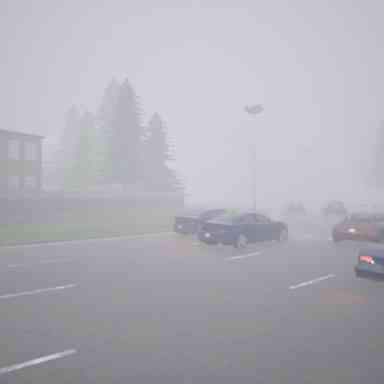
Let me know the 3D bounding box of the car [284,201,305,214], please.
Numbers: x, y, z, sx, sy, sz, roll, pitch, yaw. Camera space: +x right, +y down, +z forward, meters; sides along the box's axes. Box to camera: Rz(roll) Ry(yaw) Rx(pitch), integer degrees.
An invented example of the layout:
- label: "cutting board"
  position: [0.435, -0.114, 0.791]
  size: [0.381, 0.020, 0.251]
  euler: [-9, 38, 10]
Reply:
- label: "car"
  position: [12.214, 1.811, 39.686]
  size: [2.128, 1.511, 4.902]
  euler: [0, 0, 8]

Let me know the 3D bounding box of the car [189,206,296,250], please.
- label: "car"
  position: [2.440, 1.600, 15.101]
  size: [5.008, 1.535, 1.882]
  euler: [0, 0, -43]

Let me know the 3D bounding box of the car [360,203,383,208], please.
- label: "car"
  position: [17.896, 1.794, 32.958]
  size: [1.812, 1.442, 4.674]
  euler: [0, 0, 16]

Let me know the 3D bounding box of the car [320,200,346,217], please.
- label: "car"
  position: [14.781, 1.635, 34.961]
  size: [2.097, 1.767, 4.553]
  euler: [0, -1, 15]

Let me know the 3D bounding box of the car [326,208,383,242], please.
- label: "car"
  position: [8.479, 1.697, 16.231]
  size: [1.994, 1.385, 4.181]
  euler: [0, -1, 43]

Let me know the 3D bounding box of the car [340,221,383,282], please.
- label: "car"
  position: [6.282, 1.623, 9.021]
  size: [5.357, 1.411, 2.033]
  euler: [0, -1, -42]

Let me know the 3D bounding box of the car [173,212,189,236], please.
- label: "car"
  position: [1.194, 1.628, 18.716]
  size: [5.008, 1.535, 1.882]
  euler: [0, 0, -43]
